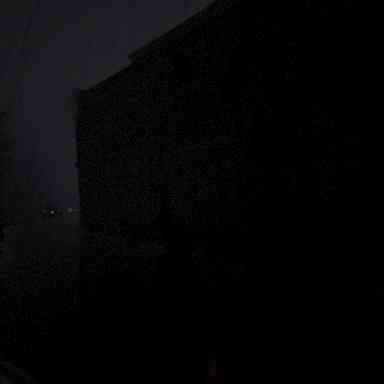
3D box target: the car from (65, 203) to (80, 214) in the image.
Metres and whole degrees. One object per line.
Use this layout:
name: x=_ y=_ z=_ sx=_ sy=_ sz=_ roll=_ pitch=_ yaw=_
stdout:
car: x=-16.357 y=2.255 z=45.908 sx=1.812 sy=1.442 sz=4.674 roll=-1 pitch=-1 yaw=-26

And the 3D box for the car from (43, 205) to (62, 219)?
car: x=-15.732 y=2.180 z=37.469 sx=1.994 sy=1.385 sz=4.181 roll=-2 pitch=0 yaw=-23
